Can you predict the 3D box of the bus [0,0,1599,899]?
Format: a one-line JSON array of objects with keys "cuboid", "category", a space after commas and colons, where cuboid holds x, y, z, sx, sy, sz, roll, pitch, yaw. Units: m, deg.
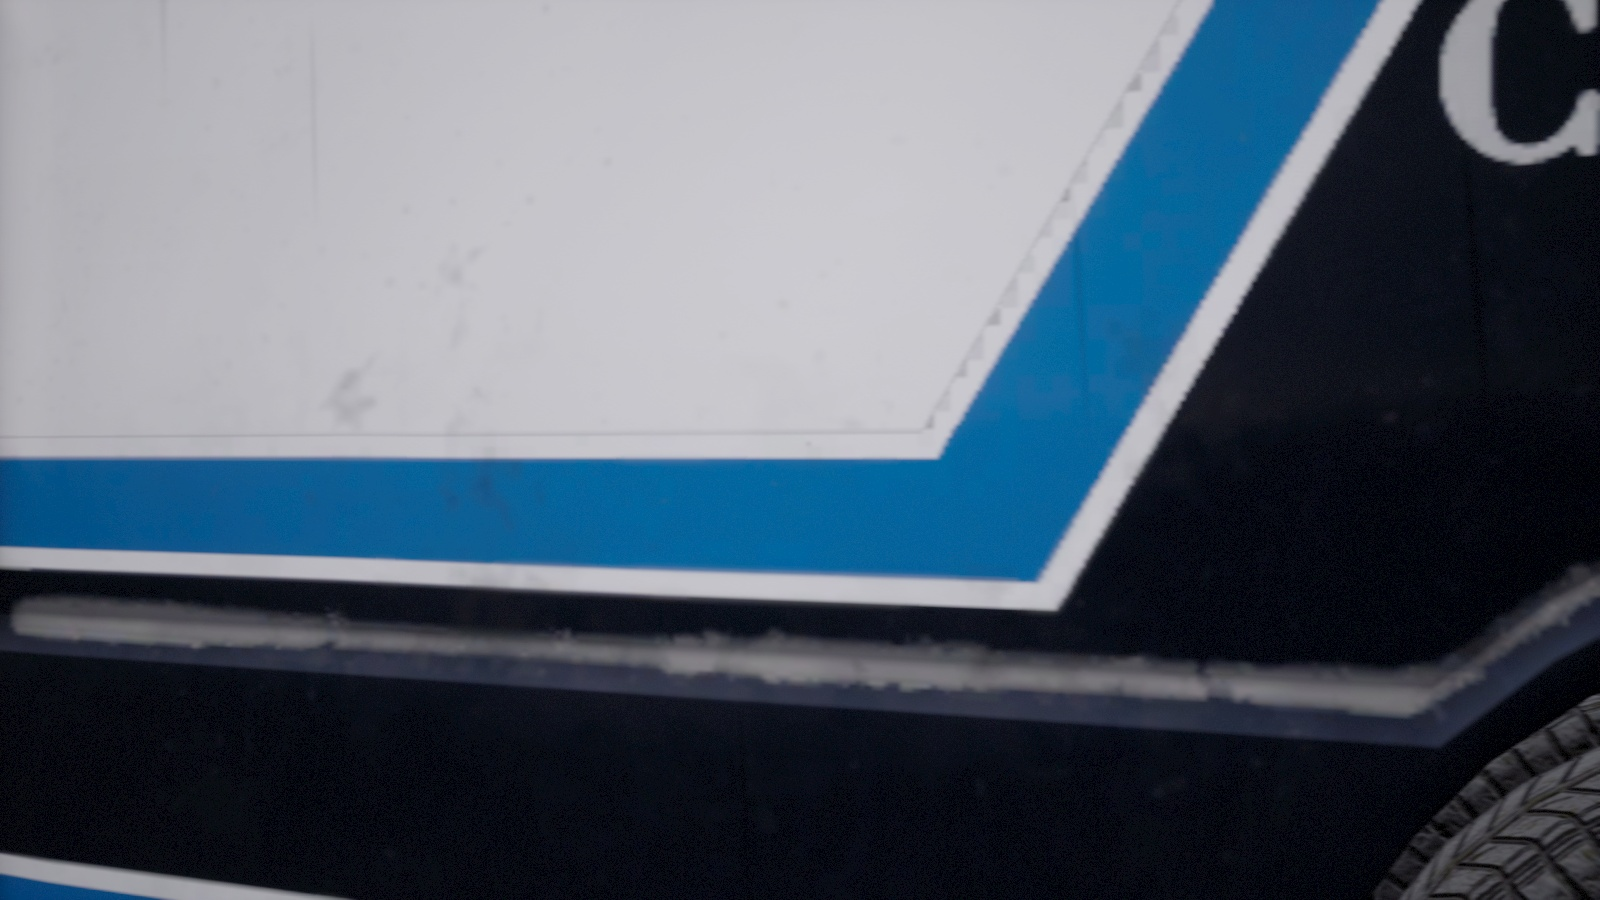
[{"cuboid": [4.093, -0.572, 1.796, 10.273, 4.253, 3.944, 0, 1, 19], "category": "bus"}]
